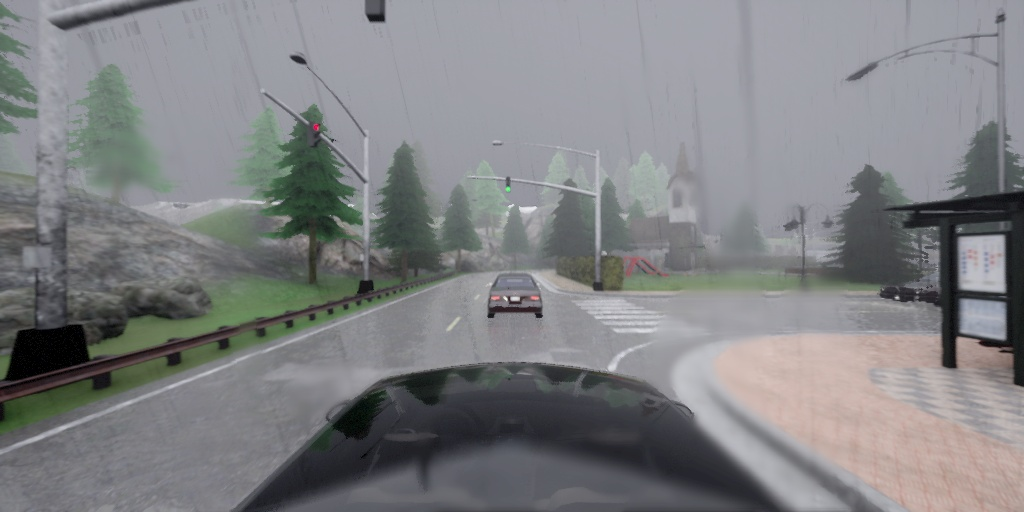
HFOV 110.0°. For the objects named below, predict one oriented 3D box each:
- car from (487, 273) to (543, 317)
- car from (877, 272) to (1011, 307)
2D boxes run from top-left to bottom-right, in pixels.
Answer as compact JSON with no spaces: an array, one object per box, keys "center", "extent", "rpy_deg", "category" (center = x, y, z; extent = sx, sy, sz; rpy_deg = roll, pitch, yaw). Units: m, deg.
[{"center":[0.096,1.347,13.290],"extent":[2.033,1.411,5.357],"rpy_deg":[0,0,0],"category":"car"},{"center":[18.715,1.346,14.981],"extent":[5.357,1.411,2.033],"rpy_deg":[0,0,0],"category":"car"}]
